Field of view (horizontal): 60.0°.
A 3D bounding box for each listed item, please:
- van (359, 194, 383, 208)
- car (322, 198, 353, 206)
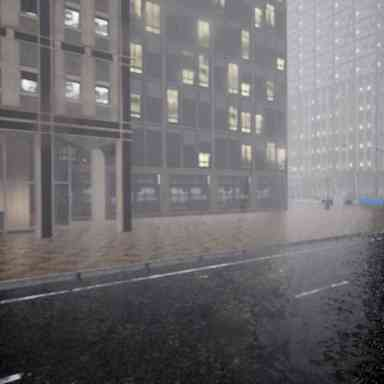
[{"bbox_3d":[24.822,1.180,45.107,1.690,1.788,3.998,0,0,-34],"label":"van"},{"bbox_3d":[21.643,1.359,49.644,1.887,1.381,4.507,0,0,-34],"label":"car"}]
